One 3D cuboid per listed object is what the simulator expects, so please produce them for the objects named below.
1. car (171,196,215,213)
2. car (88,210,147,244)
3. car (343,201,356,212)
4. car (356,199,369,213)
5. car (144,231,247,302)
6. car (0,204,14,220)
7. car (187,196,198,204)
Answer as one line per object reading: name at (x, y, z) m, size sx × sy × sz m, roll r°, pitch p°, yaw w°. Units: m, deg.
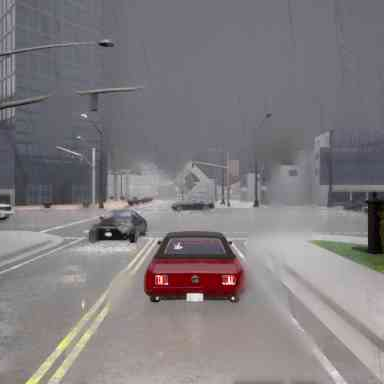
car at (0.137, 1.506, 37.429) m, size 4.902 × 1.511 × 2.128 m, roll 0°, pitch 0°, yaw 0°
car at (-3.383, 1.570, 15.772) m, size 1.994 × 1.385 × 4.181 m, roll 0°, pitch 0°, yaw 3°
car at (19.386, 1.518, 37.594) m, size 4.181 × 1.385 × 1.994 m, roll -1°, pitch 0°, yaw -1°
car at (19.867, 1.480, 34.099) m, size 4.674 × 1.442 × 1.812 m, roll 0°, pitch 0°, yaw -1°
car at (0.068, 1.601, 8.189) m, size 1.895 × 1.301 × 4.718 m, roll 0°, pitch 0°, yaw 0°
car at (-17.346, 1.339, 26.585) m, size 5.566 × 2.045 × 2.150 m, roll -1°, pitch 0°, yaw 0°
car at (0.058, 1.547, 63.130) m, size 2.033 × 1.411 × 5.357 m, roll 0°, pitch 0°, yaw 0°
